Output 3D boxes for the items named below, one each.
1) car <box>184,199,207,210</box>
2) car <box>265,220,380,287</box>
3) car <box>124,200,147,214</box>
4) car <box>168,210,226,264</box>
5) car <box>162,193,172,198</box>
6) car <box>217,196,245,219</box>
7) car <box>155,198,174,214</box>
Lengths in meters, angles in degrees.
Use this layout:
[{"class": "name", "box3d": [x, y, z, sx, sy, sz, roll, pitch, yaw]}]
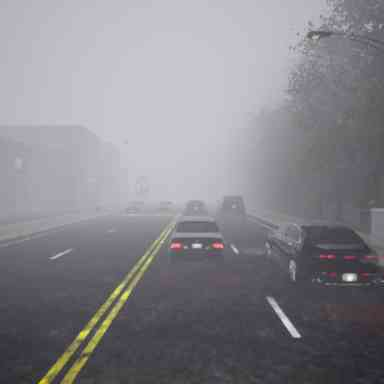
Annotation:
[{"class": "car", "box3d": [0.347, 1.472, 31.550, 2.097, 1.767, 4.553, 0, 0, 1]}, {"class": "car", "box3d": [3.387, 1.554, 9.489, 1.837, 1.490, 4.892, 0, 0, 1]}, {"class": "car", "box3d": [-6.290, 1.671, 37.925, 2.033, 1.411, 5.357, 0, 0, 1]}, {"class": "car", "box3d": [0.170, 1.594, 11.989, 2.033, 1.411, 5.357, 0, 0, 1]}, {"class": "car", "box3d": [-5.838, 1.116, 78.372, 2.150, 2.045, 5.566, 0, 0, 0]}, {"class": "car", "box3d": [3.594, 1.349, 30.926, 2.150, 2.045, 5.566, 0, 0, 1]}, {"class": "car", "box3d": [-3.040, 1.681, 37.896, 2.033, 1.411, 5.357, 0, 0, 1]}]
